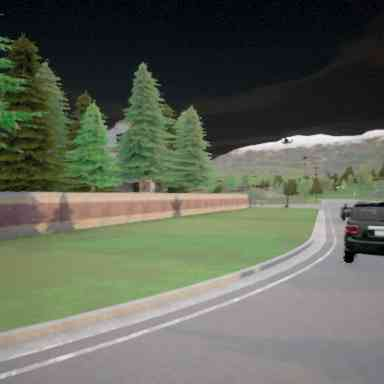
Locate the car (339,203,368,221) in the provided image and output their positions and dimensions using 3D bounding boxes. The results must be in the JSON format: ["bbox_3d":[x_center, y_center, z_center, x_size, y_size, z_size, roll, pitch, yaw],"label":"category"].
[{"bbox_3d":[14.869,1.781,30.855,2.128,1.511,4.902,-1,-1,22],"label":"car"}]

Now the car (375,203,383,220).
[{"bbox_3d":[18.856,1.811,31.392,2.033,1.411,5.357,-1,-1,22],"label":"car"}]

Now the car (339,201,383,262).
[{"bbox_3d":[6.907,1.329,12.108,2.150,2.045,5.566,0,-1,30],"label":"car"}]
